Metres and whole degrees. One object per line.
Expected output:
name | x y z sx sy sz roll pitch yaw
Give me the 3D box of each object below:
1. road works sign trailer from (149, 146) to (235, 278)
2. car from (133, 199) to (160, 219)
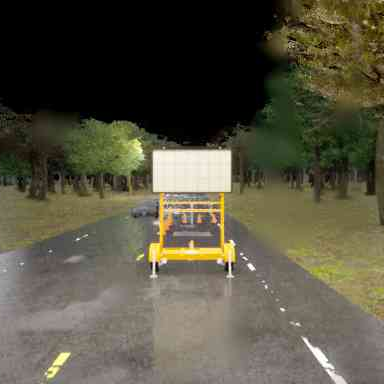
road works sign trailer | -0.001 0.434 10.069 2.380 3.560 2.880 0 0 0
car | -3.501 1.319 26.732 1.837 1.490 4.892 0 1 0
